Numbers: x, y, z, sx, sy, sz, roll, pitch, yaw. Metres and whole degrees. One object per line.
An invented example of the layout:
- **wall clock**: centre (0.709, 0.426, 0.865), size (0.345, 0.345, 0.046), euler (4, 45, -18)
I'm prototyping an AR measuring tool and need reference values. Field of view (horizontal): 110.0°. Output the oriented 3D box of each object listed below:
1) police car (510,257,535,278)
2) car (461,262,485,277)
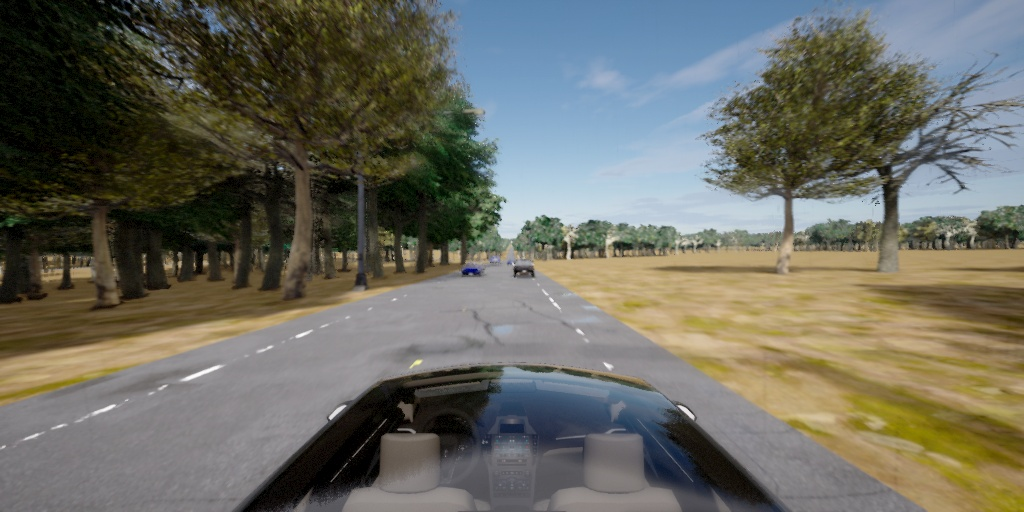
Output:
- **police car**: centre (1.057, 1.078, 33.081), size (1.930, 1.638, 5.238), euler (0, 0, 0)
- **car**: centre (-3.564, 1.253, 33.340), size (1.895, 1.301, 4.718), euler (0, 0, 0)
